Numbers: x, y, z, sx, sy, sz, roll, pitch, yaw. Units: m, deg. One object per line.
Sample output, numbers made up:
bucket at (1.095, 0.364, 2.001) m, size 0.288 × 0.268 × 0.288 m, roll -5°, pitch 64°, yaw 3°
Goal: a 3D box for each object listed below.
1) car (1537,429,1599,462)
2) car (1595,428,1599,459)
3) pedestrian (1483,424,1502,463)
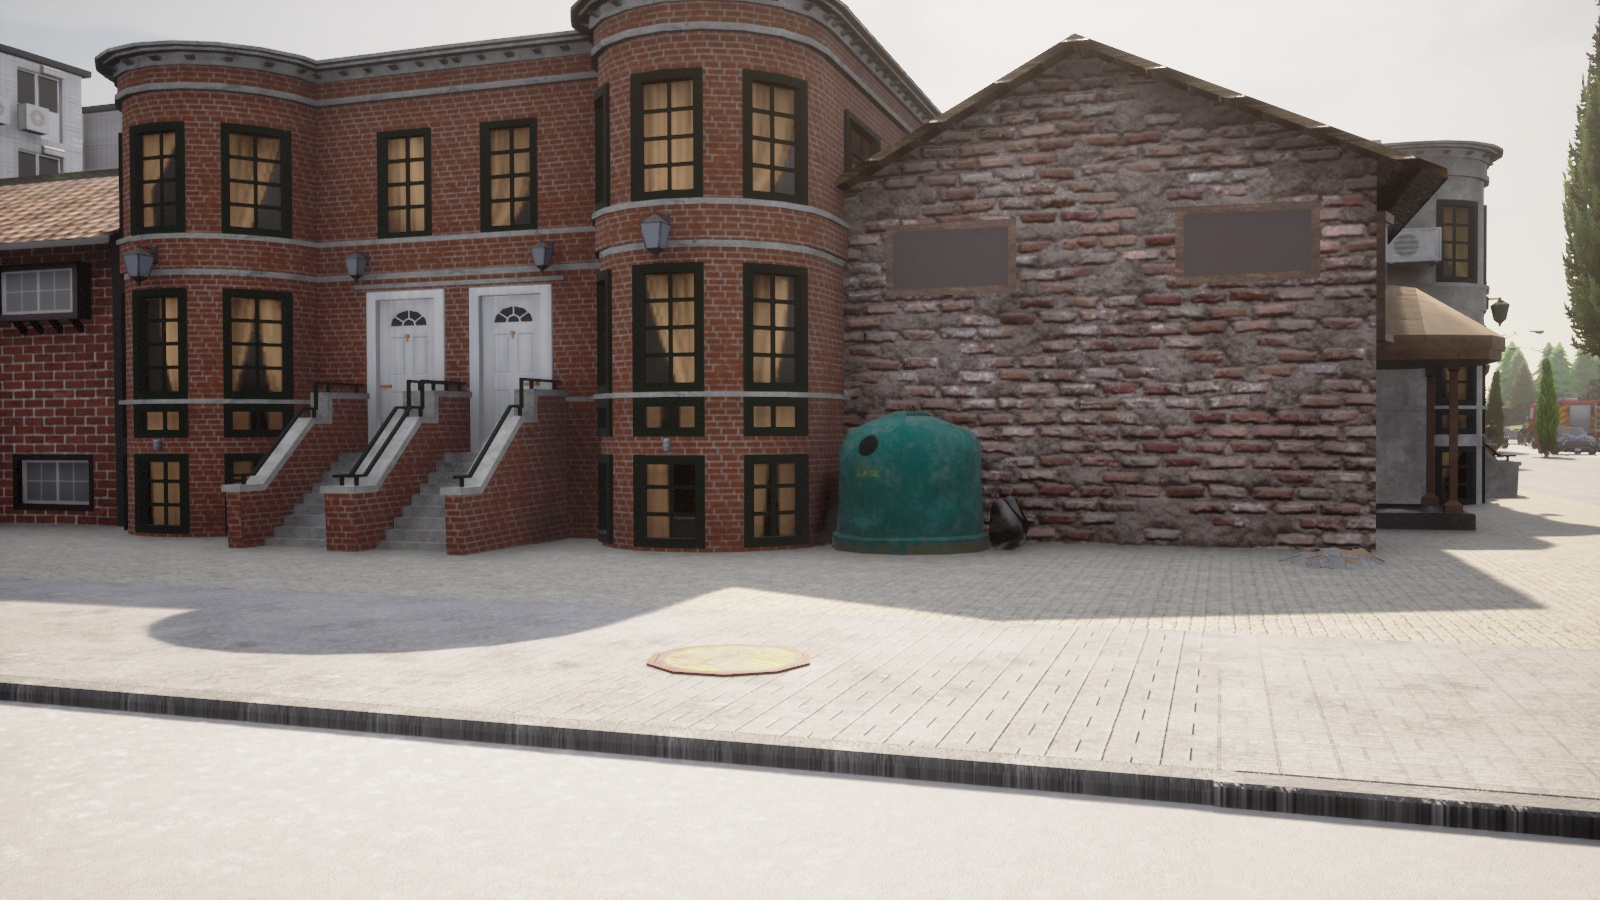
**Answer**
car at (43.463, -0.292, 71.062) m, size 2.097 × 1.767 × 4.553 m, roll 1°, pitch 1°, yaw 19°
car at (48.867, -0.392, 74.590) m, size 1.905 × 1.878 × 3.866 m, roll 1°, pitch 1°, yaw 19°
pedestrian at (34.286, -0.332, 62.168) m, size 0.563 × 1.883 × 0.849 m, roll 0°, pitch 1°, yaw 10°
